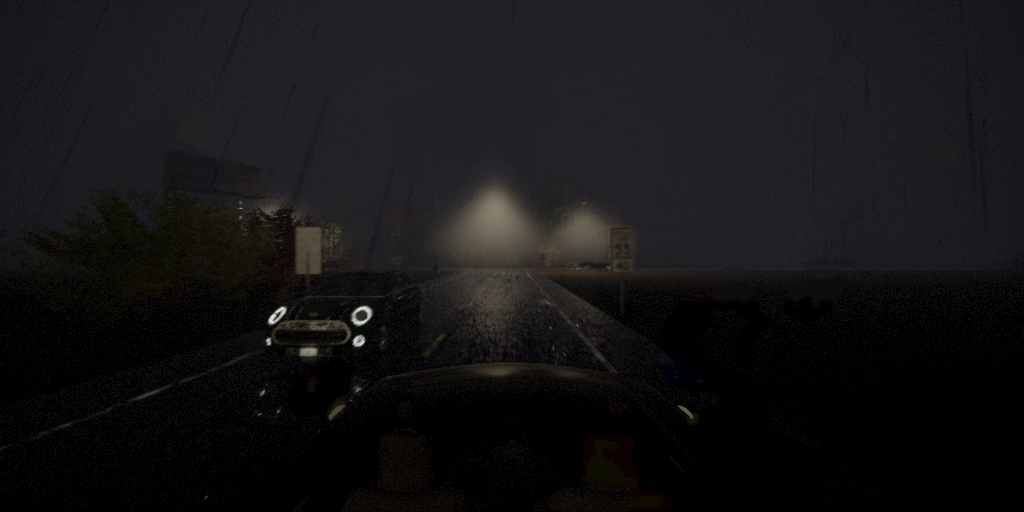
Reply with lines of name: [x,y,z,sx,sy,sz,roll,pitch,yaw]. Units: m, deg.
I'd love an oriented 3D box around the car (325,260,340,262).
car: [-26.140,1.249,53.445,4.674,1.442,1.812,0,0,0]

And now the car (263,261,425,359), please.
car: [-3.595,1.103,8.581,2.097,1.767,4.553,0,0,0]

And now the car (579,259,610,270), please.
car: [12.607,1.271,53.816,5.008,1.535,1.882,0,0,-1]
